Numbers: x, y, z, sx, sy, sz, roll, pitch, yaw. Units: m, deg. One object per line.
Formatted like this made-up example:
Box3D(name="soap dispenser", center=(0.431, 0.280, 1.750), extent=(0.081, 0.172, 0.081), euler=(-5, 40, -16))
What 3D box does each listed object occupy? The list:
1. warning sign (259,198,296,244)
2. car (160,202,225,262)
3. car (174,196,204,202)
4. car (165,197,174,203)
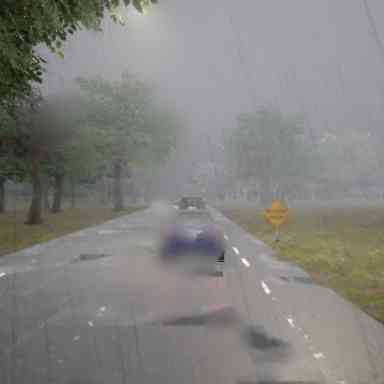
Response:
Box3D(name="warning sign", center=(3.542, 1.178, 13.898), extent=(1.300, 1.860, 1.060), euler=(0, 0, 0))
Box3D(name="car", center=(0.040, 1.407, 12.553), extent=(2.097, 1.767, 4.553), euler=(0, 0, 0))
Box3D(name="car", center=(0.025, 1.347, 26.459), extent=(2.150, 2.045, 5.566), euler=(0, 0, 1))
Box3D(name="car", center=(-3.577, 1.644, 57.939), extent=(2.097, 1.767, 4.553), euler=(0, 0, 0))
